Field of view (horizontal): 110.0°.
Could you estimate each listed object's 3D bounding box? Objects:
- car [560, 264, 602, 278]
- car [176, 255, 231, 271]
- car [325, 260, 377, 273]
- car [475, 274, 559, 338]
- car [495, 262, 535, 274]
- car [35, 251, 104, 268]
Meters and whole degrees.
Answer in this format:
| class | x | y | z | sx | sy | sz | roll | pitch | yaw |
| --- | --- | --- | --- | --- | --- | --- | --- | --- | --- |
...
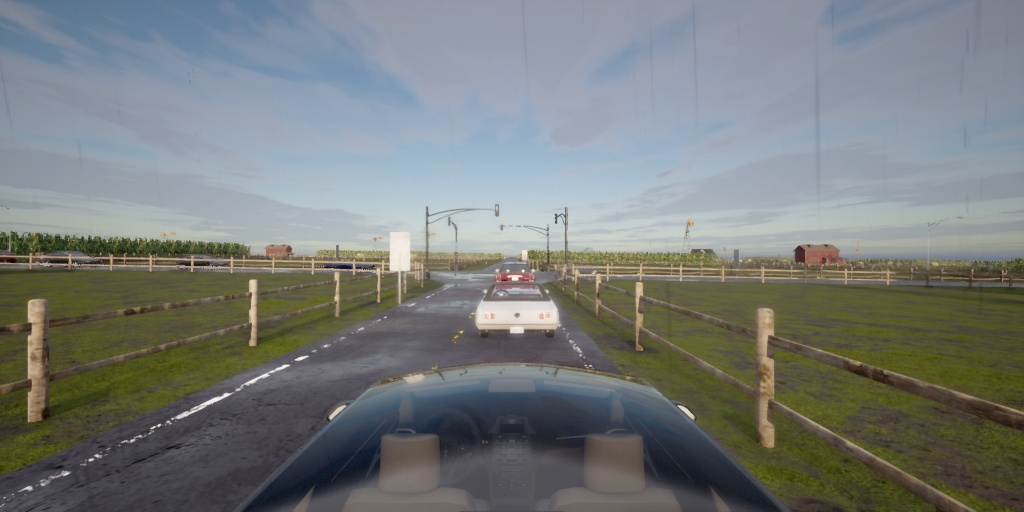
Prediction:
| class | x | y | z | sx | sy | sz | roll | pitch | yaw |
| --- | --- | --- | --- | --- | --- | --- | --- | --- | --- |
| car | 7.029 | 1.467 | 36.671 | 4.181 | 1.385 | 1.994 | 1 | 0 | 0 |
| car | -31.520 | 0.695 | 36.788 | 4.892 | 1.490 | 1.837 | 1 | 0 | 0 |
| car | -16.381 | 1.064 | 36.740 | 4.718 | 1.301 | 1.895 | 1 | 0 | 0 |
| car | 0.123 | 1.351 | 10.158 | 1.895 | 1.301 | 4.718 | 0 | 0 | 0 |
| car | 0.178 | 1.103 | 19.146 | 2.097 | 1.767 | 4.553 | 0 | 0 | 1 |
| car | -45.089 | 0.451 | 36.850 | 4.892 | 1.490 | 1.837 | 1 | 0 | 0 |
